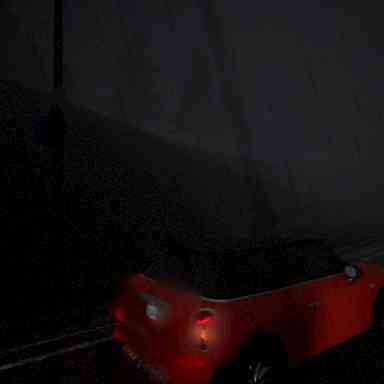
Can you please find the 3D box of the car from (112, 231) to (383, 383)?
[{"bbox_3d":[1.241,1.378,5.004,4.553,1.767,2.097,1,0,-38],"label":"car"}]
